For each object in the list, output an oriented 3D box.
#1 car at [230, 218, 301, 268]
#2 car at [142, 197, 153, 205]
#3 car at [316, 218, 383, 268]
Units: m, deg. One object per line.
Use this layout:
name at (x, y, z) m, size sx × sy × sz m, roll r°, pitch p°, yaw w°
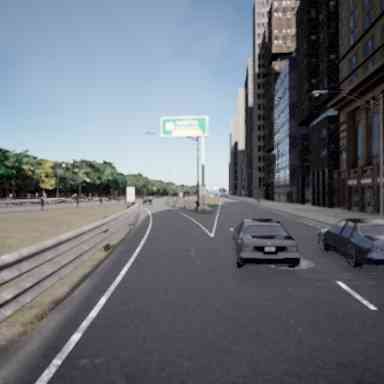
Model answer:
car at (2.373, 1.632, 11.638) m, size 2.033 × 1.411 × 5.357 m, roll 0°, pitch 0°, yaw 5°
car at (-8.907, 1.818, 66.748) m, size 1.837 × 1.490 × 4.892 m, roll 0°, pitch 0°, yaw -10°
car at (5.863, 1.615, 11.385) m, size 2.033 × 1.411 × 5.357 m, roll 0°, pitch 0°, yaw 5°
